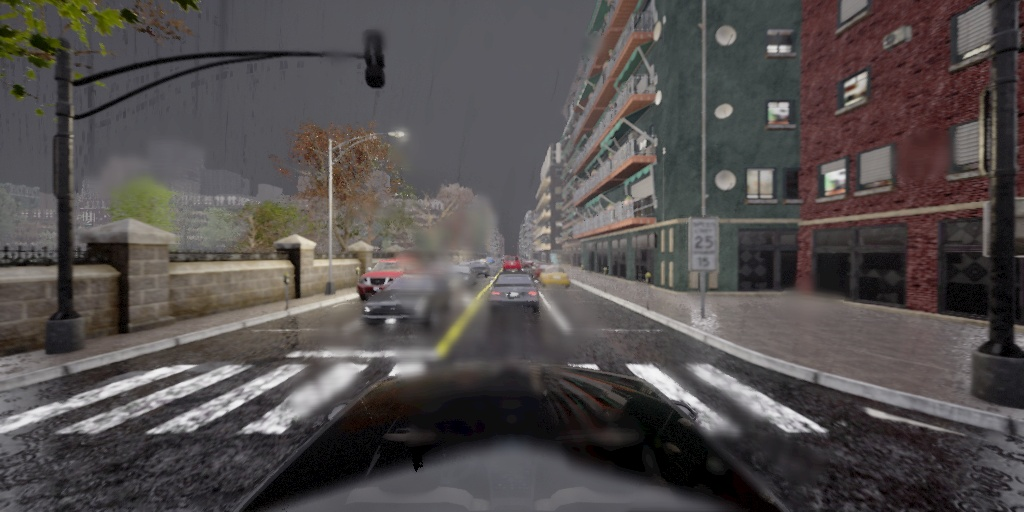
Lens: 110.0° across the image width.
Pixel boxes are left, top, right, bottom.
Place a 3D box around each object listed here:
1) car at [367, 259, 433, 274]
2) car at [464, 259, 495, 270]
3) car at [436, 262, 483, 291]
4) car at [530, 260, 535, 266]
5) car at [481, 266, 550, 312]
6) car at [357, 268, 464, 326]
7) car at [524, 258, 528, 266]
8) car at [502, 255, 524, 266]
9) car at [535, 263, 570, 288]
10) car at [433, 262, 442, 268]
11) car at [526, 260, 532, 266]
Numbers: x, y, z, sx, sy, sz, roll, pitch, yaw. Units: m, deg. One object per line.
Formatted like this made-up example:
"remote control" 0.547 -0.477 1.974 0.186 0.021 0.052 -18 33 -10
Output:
"car" -5.686 1.054 17.578 2.192 1.841 5.009 0 0 0
"car" -3.068 1.281 33.925 2.033 1.411 5.357 0 0 1
"car" -3.087 1.263 21.911 1.812 1.442 4.674 0 0 1
"car" 2.697 1.280 28.647 1.888 1.381 4.507 0 0 0
"car" 0.102 1.288 14.067 2.033 1.411 5.357 0 0 0
"car" -3.090 1.290 11.894 2.033 1.411 5.357 0 0 0
"car" 2.703 1.273 56.323 1.888 1.381 4.507 0 0 0
"car" 0.010 0.953 42.534 2.150 2.045 5.566 0 0 0
"car" 2.695 1.262 23.282 1.751 1.417 4.829 0 0 0
"car" -5.684 1.175 28.648 1.967 1.591 4.097 0 0 0
"car" 2.698 1.283 34.183 2.007 1.370 4.403 0 0 0
